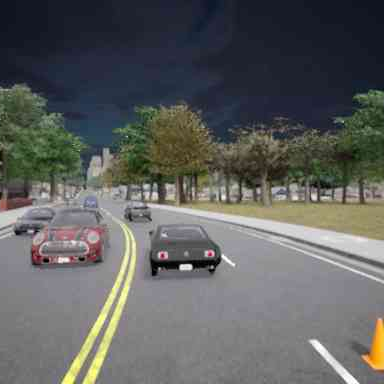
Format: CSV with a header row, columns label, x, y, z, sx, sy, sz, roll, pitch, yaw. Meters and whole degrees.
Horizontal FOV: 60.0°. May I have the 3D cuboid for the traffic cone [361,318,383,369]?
label,x,y,z,sx,sy,sz,roll,pitch,yaw
traffic cone,2.482,1.963,4.396,0.340,0.580,0.340,0,0,2

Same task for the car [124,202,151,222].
label,x,y,z,sx,sy,sz,roll,pitch,yaw
car,-4.707,1.636,28.487,2.128,1.511,4.902,0,0,-17

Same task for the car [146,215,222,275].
label,x,y,z,sx,sy,sz,roll,pitch,yaw
car,-0.445,1.647,10.719,1.895,1.301,4.718,0,0,-8

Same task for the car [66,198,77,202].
label,x,y,z,sx,sy,sz,roll,pitch,yaw
car,-21.614,1.753,59.718,2.128,1.511,4.902,0,0,-18

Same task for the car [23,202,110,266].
label,x,y,z,sx,sy,sz,roll,pitch,yaw
car,-4.147,1.424,11.990,2.097,1.767,4.553,0,0,-10

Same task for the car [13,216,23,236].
label,x,y,z,sx,sy,sz,roll,pitch,yaw
car,-9.074,1.688,19.894,2.033,1.411,5.357,0,0,-15

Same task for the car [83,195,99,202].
label,x,y,z,sx,sy,sz,roll,pitch,yaw
car,-15.950,1.555,52.554,2.150,2.045,5.566,0,0,-17
